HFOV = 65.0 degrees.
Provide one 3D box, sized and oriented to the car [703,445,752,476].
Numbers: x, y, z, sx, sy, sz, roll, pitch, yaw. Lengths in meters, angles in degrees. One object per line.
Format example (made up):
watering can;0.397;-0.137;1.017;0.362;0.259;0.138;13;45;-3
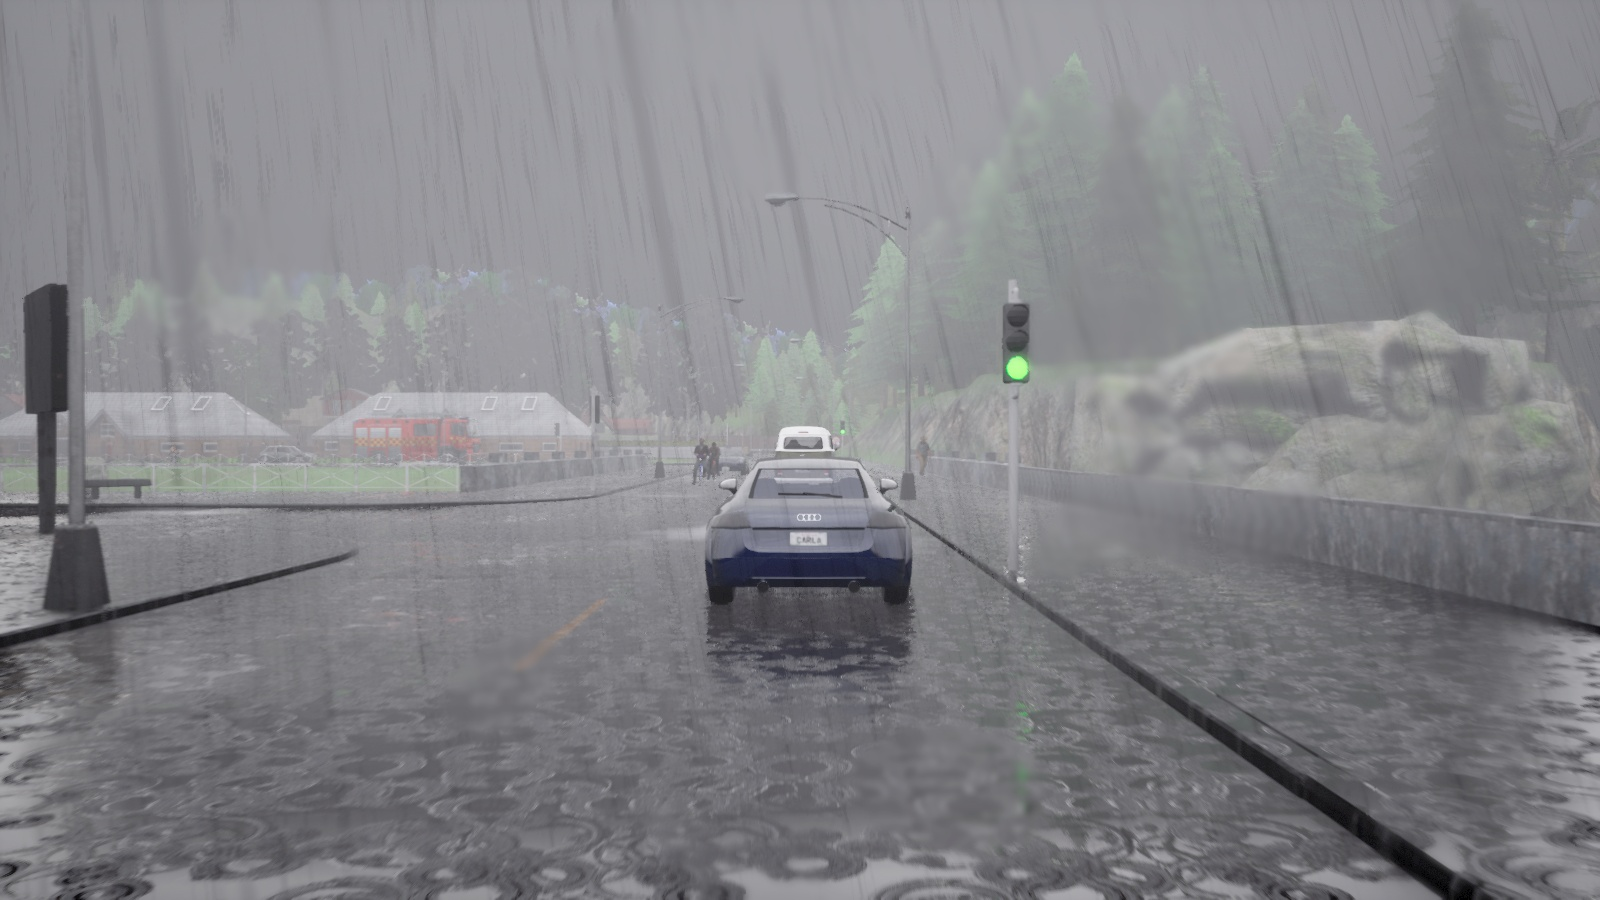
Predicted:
car;-3.625;0.495;63.642;2.163;1.488;4.792;0;0;0

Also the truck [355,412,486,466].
truck;-27.025;-0.790;89.624;8.468;3.827;2.891;0;0;0

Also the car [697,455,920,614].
car;0.089;0.759;13.296;1.994;1.385;4.181;0;0;0

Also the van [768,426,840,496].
van;0.188;0.318;38.810;2.069;2.038;4.480;0;0;2

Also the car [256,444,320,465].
car;-36.551;0.332;89.679;3.806;1.475;1.970;0;0;0

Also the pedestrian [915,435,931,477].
pedestrian;5.414;0.244;55.370;0.540;1.848;0.694;0;0;-7
